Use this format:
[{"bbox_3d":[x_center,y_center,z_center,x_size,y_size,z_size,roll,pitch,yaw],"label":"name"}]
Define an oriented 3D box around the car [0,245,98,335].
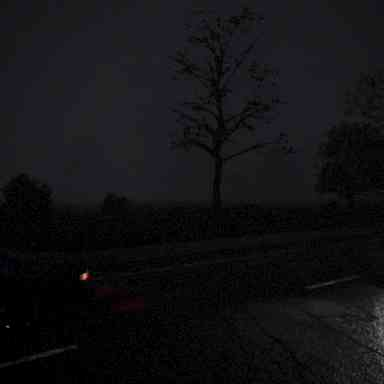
[{"bbox_3d":[-4.304,1.535,5.157,5.357,1.411,2.033,0,0,-35],"label":"car"}]
